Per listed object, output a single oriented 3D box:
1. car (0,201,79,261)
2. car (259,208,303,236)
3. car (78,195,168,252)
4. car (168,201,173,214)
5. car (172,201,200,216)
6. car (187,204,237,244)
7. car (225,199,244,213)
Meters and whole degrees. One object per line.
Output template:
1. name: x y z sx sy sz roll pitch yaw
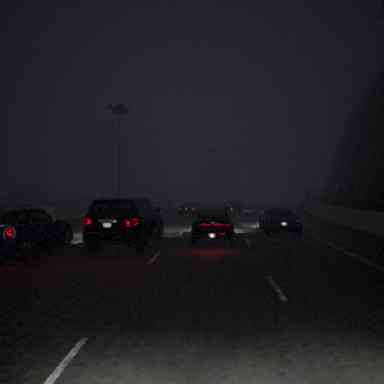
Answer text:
1. car: -6.275 1.354 12.430 2.097 1.767 4.553 0 0 4
2. car: 4.912 1.589 18.835 1.994 1.385 4.181 0 0 7
3. car: -2.664 1.230 14.056 2.150 2.045 5.566 0 0 5
4. car: -2.772 1.630 36.207 1.895 1.301 4.718 0 0 12
5. car: -0.008 1.577 32.430 2.033 1.411 5.357 0 0 11
6. car: 1.058 1.521 15.998 1.837 1.490 4.892 0 0 6
7. car: 4.760 1.547 37.632 1.837 1.490 4.892 0 0 13
